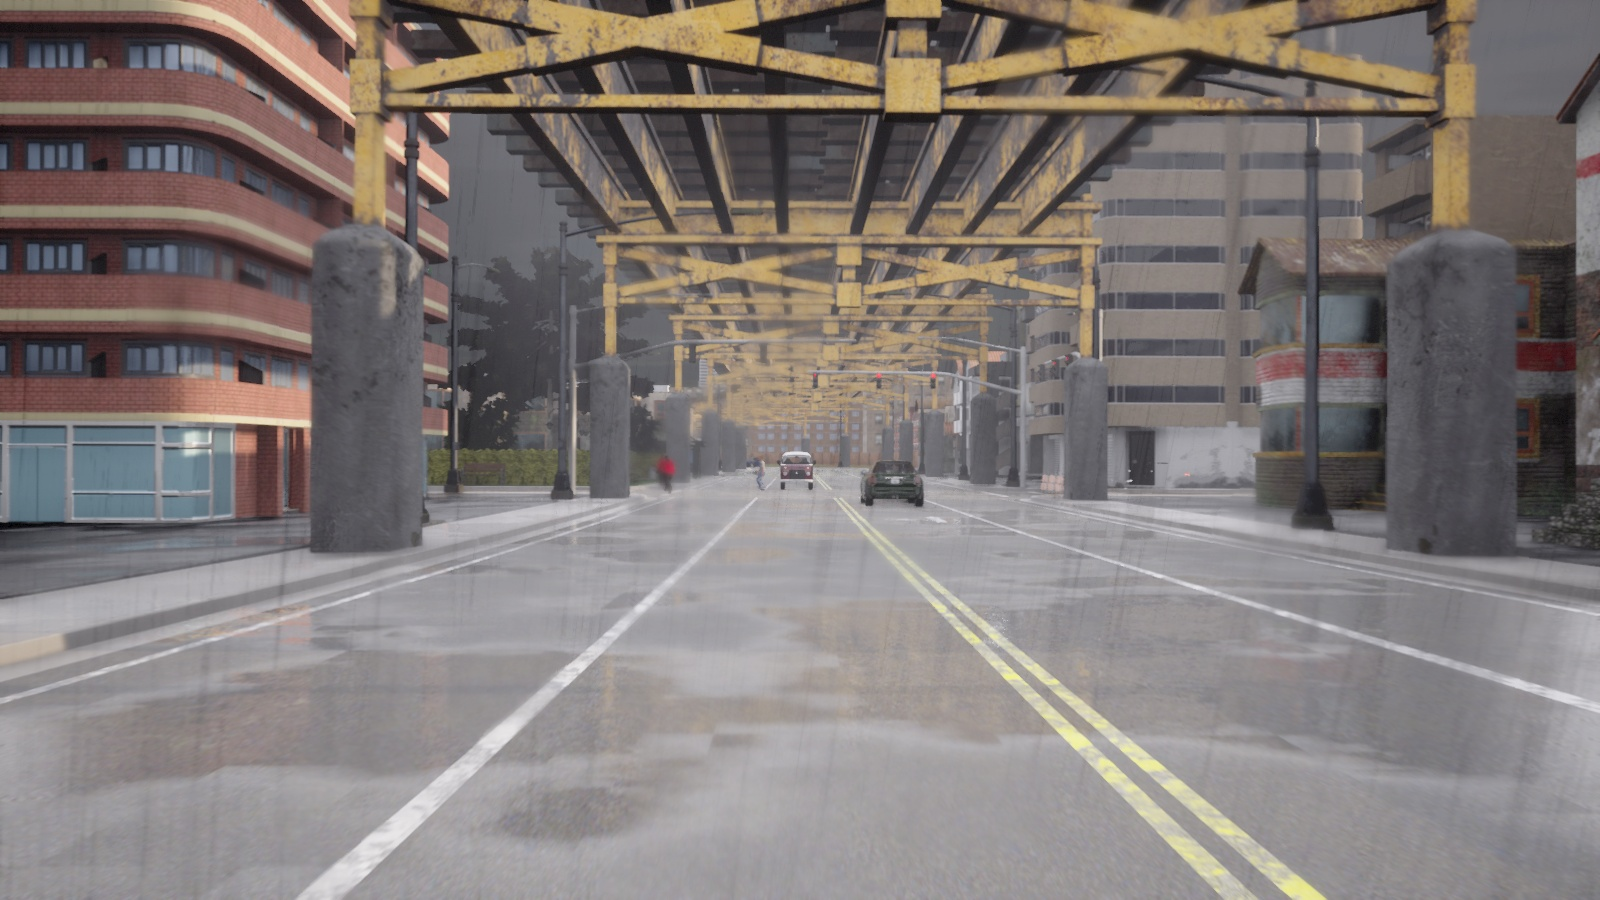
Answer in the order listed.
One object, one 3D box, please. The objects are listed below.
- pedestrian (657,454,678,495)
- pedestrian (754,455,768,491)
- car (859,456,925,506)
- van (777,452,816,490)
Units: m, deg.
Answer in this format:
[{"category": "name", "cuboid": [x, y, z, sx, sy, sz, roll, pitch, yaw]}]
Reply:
[{"category": "pedestrian", "cuboid": [-6.113, 1.127, 57.931, 0.634, 1.844, 0.899, 0, 0, -27]}, {"category": "pedestrian", "cuboid": [-2.004, 1.181, 65.103, 0.706, 1.836, 0.354, 0, 0, 0]}, {"category": "car", "cuboid": [3.380, 1.125, 46.848, 2.097, 1.767, 4.553, 0, 0, 0]}, {"category": "van", "cuboid": [-0.177, 1.119, 68.680, 2.069, 2.038, 4.480, 0, 0, 0]}]
